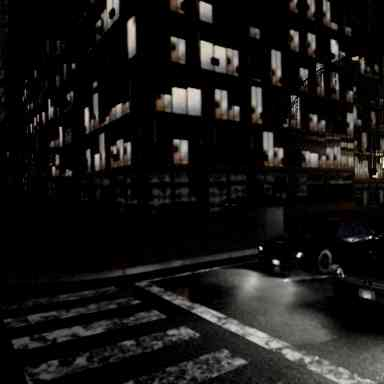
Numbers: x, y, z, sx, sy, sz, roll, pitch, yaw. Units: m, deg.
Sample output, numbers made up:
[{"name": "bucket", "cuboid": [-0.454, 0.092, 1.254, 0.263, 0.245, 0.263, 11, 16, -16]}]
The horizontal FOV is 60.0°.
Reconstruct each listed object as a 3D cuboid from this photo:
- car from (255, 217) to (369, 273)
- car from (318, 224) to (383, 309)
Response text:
[{"name": "car", "cuboid": [4.524, 1.562, 10.908, 5.357, 1.411, 2.033, -1, 0, -35]}, {"name": "car", "cuboid": [4.992, 1.527, 7.246, 4.674, 1.442, 1.812, -1, 0, -35]}]
